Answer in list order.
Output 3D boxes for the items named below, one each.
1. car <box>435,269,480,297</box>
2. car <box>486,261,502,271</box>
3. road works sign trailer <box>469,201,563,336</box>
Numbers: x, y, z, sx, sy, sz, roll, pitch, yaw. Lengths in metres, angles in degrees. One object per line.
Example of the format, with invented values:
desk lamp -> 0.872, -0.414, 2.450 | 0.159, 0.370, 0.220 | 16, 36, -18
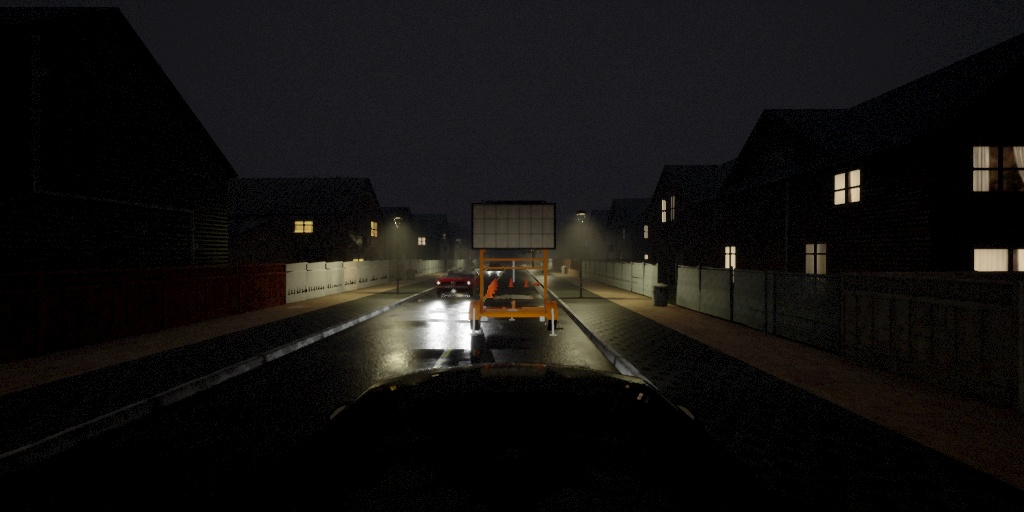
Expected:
car -> -2.763, 1.360, 19.200 | 1.895, 1.301, 4.718 | 0, 0, 0
car -> -2.506, 1.442, 50.536 | 1.994, 1.385, 4.181 | 0, 0, 0
road works sign trailer -> 0.049, 0.214, 10.396 | 2.380, 3.560, 2.880 | 0, 0, 1
